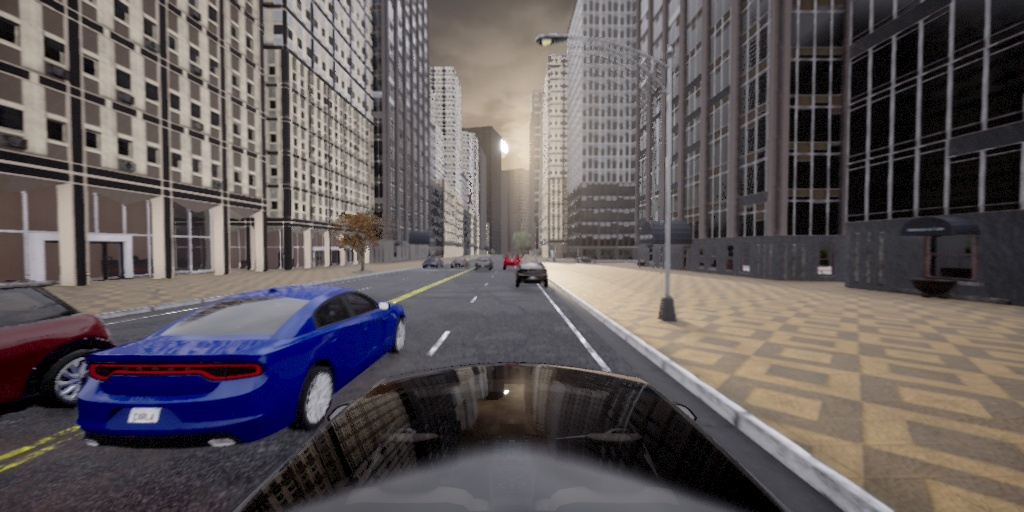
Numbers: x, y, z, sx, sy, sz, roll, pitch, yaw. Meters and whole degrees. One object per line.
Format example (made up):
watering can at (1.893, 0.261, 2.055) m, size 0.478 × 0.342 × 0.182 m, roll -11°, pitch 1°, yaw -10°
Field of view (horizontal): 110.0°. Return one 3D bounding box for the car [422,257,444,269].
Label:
car at (-9.811, 0.860, 45.124) m, size 2.033 × 1.411 × 5.357 m, roll 0°, pitch 1°, yaw 0°

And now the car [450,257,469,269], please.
car at (-6.561, 0.875, 45.338) m, size 1.994 × 1.385 × 4.181 m, roll 0°, pitch 0°, yaw 0°

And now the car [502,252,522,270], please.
car at (0.033, 0.554, 43.086) m, size 2.150 × 2.045 × 5.566 m, roll 0°, pitch 1°, yaw 1°

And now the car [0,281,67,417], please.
car at (-6.599, 1.089, 3.038) m, size 2.097 × 1.767 × 4.553 m, roll 0°, pitch 1°, yaw 0°

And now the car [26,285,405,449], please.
car at (-3.151, 1.189, 5.547) m, size 1.882 × 1.535 × 5.008 m, roll 0°, pitch 1°, yaw 0°

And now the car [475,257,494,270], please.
car at (-3.144, 0.841, 41.417) m, size 2.128 × 1.511 × 4.902 m, roll 0°, pitch 1°, yaw 0°

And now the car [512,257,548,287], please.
car at (1.140, 1.021, 22.280) m, size 1.882 × 1.535 × 5.008 m, roll 0°, pitch 1°, yaw 0°
